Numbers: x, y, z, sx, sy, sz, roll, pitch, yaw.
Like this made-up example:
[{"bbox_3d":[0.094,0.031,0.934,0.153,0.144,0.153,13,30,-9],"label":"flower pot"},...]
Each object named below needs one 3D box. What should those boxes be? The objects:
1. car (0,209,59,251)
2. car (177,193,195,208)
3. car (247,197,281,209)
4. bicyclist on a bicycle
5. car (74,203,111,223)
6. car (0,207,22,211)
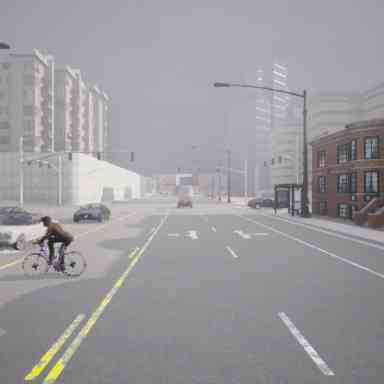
[{"bbox_3d":[-7.402,1.601,14.155,1.895,1.301,4.718,0,0,-1],"label":"car"},{"bbox_3d":[-0.992,1.352,47.448,2.097,1.767,4.553,0,0,-1],"label":"car"},{"bbox_3d":[9.766,1.505,44.019,4.892,1.490,1.837,0,0,-8],"label":"car"},{"bbox_3d":[-3.623,1.455,8.702,1.656,1.620,0.582,-2,0,-1],"label":"bicyclist on a bicycle"},{"bbox_3d":[-7.576,1.564,25.612,1.994,1.385,4.181,0,0,-1],"label":"car"},{"bbox_3d":[-10.990,1.565,19.514,1.994,1.385,4.181,0,0,-1],"label":"car"}]
